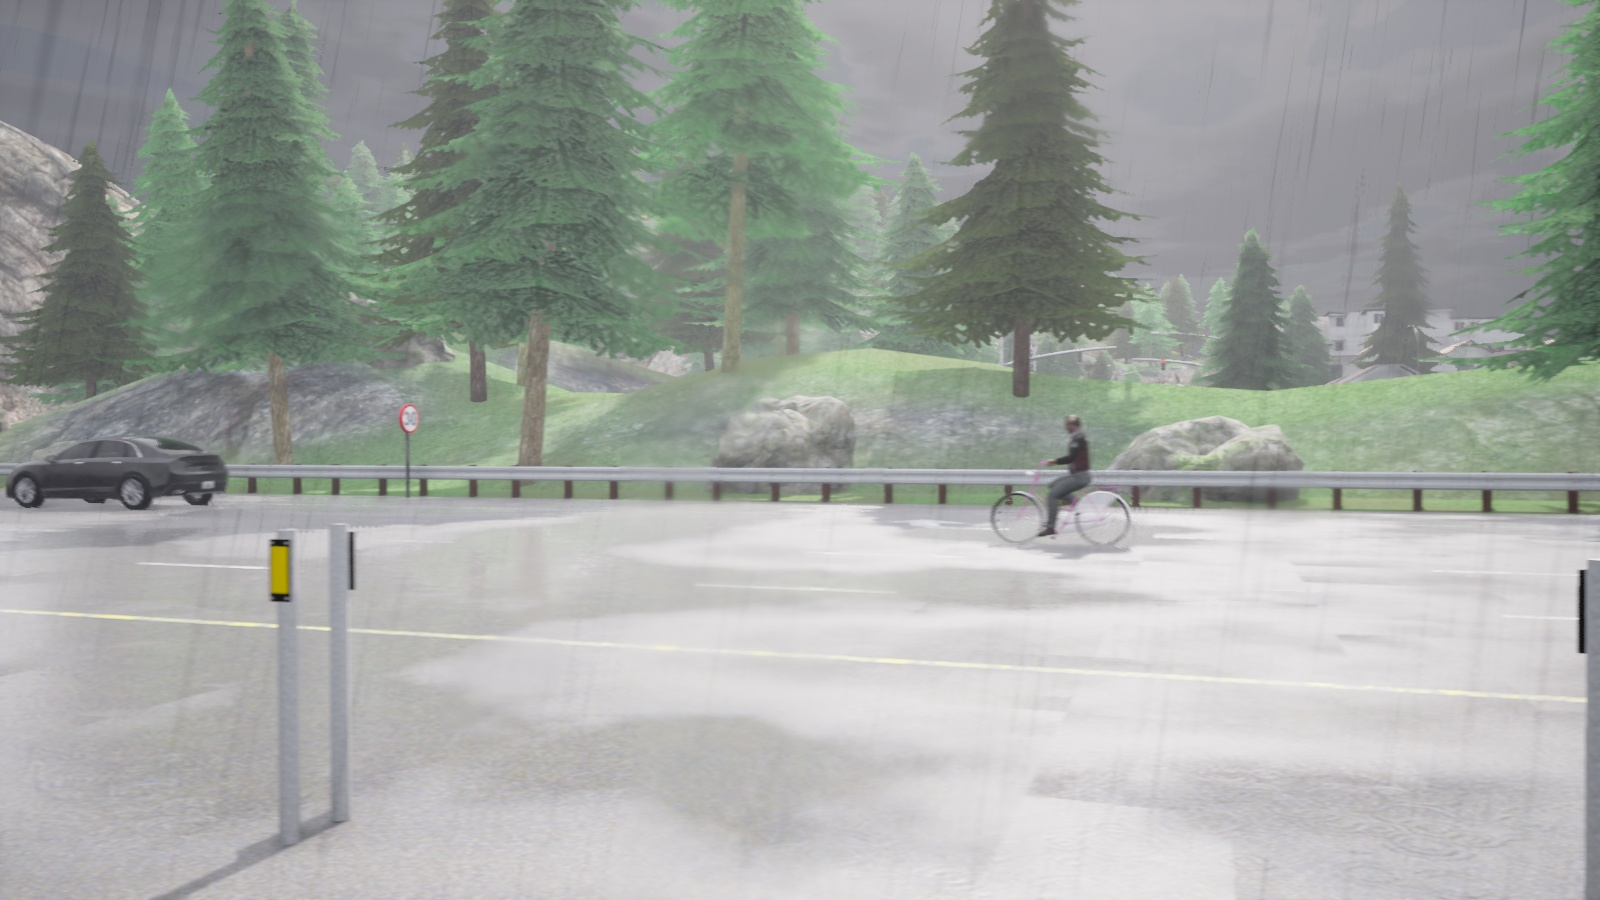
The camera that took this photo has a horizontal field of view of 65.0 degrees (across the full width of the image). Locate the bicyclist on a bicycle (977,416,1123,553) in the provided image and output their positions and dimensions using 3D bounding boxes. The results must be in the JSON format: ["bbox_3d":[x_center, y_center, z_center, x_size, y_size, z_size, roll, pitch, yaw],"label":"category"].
[{"bbox_3d":[3.355,0.440,16.867,1.843,1.776,0.659,1,1,18],"label":"bicyclist on a bicycle"}]

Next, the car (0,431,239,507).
[{"bbox_3d":[-14.509,0.352,26.540,4.892,1.490,1.837,1,1,19],"label":"car"}]
